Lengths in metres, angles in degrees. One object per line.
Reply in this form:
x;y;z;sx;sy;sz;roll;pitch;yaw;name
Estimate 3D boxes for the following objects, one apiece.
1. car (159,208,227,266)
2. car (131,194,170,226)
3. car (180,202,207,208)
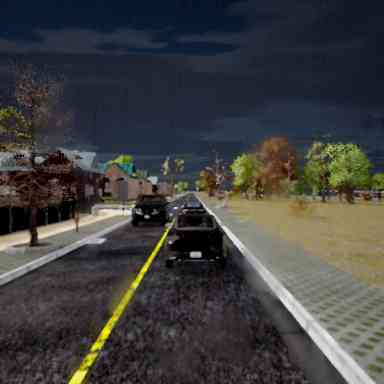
0.104;1.487;11.457;1.837;1.490;4.892;0;-1;0;car
-2.745;1.181;23.136;2.150;2.045;5.566;0;0;0;car
0.106;1.459;24.990;2.128;1.511;4.902;0;0;0;car
